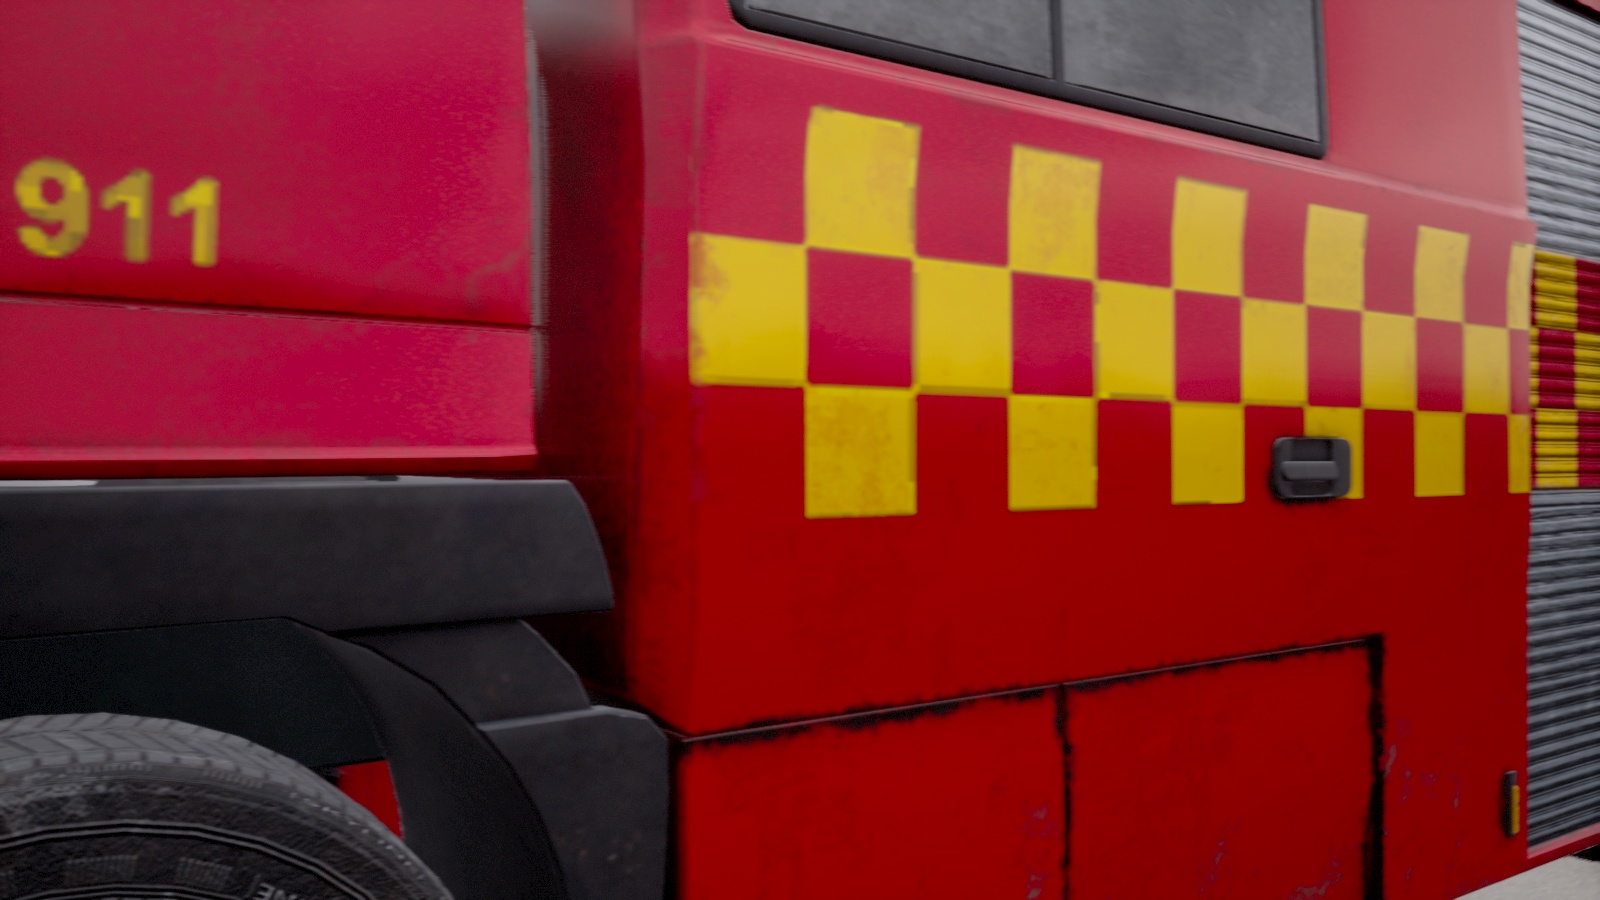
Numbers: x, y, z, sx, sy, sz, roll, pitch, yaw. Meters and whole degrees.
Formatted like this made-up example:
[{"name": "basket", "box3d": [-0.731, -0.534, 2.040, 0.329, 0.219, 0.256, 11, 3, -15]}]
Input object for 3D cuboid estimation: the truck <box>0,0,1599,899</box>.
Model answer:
[{"name": "truck", "box3d": [0.184, -0.411, 3.791, 8.468, 3.827, 2.891, 0, 0, -35]}]
